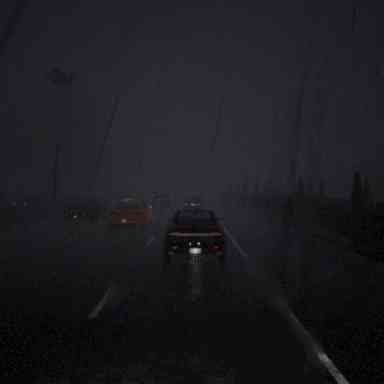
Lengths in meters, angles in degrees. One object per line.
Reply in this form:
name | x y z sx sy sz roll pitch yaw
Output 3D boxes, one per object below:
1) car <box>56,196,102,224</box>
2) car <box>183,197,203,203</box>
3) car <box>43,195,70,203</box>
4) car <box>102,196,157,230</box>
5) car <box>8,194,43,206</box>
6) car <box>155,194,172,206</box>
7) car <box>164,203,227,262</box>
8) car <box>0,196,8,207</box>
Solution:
car | -6.910 1.215 22.113 2.128 1.511 4.902 0 1 0
car | 0.088 1.142 31.959 2.033 1.411 5.357 0 1 0
car | -14.111 1.063 36.331 1.812 1.442 4.674 0 1 0
car | -3.408 1.240 19.109 1.882 1.535 5.008 0 1 0
car | -17.610 1.040 36.329 1.837 1.490 4.892 0 1 0
car | -3.415 1.006 38.045 2.128 1.511 4.902 0 1 0
car | 0.093 1.354 11.488 2.128 1.511 4.902 0 1 0
car | -21.113 1.095 35.537 2.033 1.411 5.357 0 1 0
